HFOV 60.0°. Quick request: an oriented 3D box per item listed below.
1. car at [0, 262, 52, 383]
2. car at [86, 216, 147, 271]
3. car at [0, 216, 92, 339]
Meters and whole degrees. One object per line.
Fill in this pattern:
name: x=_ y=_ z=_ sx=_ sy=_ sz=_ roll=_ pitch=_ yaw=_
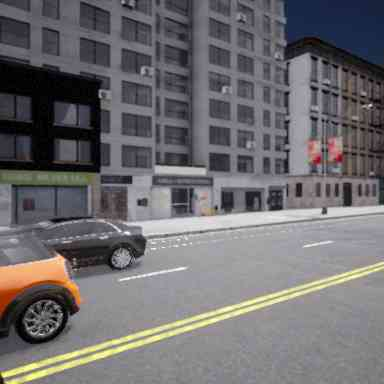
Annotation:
car: x=-3.304 y=1.531 z=1.092 sx=4.902 sy=1.511 sz=2.128 roll=-1 pitch=1 yaw=-35
car: x=-3.608 y=1.464 z=9.088 sx=4.892 sy=1.490 sz=1.837 roll=-1 pitch=1 yaw=-35
car: x=-4.091 y=1.365 z=4.762 sx=4.553 sy=1.767 sz=2.097 roll=-1 pitch=1 yaw=-35
